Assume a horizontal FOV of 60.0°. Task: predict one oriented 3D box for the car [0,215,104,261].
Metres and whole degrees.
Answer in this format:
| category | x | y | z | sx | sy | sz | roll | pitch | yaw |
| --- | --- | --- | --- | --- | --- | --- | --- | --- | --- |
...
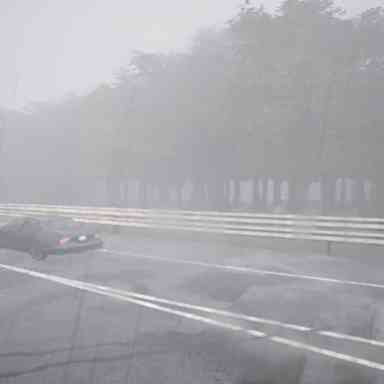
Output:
| category | x | y | z | sx | sy | sz | roll | pitch | yaw |
| --- | --- | --- | --- | --- | --- | --- | --- | --- | --- |
| car | -5.615 | 1.549 | 12.253 | 5.357 | 1.411 | 2.033 | 0 | 0 | 35 |
